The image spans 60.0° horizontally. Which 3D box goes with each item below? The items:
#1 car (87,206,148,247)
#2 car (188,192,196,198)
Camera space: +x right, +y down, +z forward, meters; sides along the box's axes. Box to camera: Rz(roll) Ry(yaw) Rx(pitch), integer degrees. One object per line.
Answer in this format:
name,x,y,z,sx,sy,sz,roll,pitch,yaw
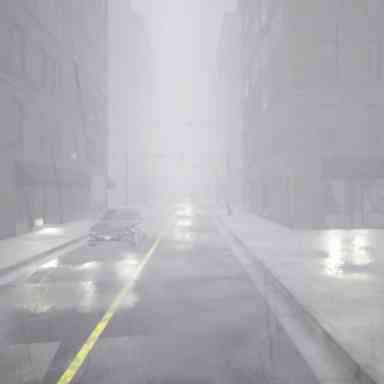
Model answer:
car,-3.091,1.420,14.579,1.837,1.490,4.892,0,0,0
car,0.025,0.897,88.194,2.033,1.411,5.357,0,0,0
